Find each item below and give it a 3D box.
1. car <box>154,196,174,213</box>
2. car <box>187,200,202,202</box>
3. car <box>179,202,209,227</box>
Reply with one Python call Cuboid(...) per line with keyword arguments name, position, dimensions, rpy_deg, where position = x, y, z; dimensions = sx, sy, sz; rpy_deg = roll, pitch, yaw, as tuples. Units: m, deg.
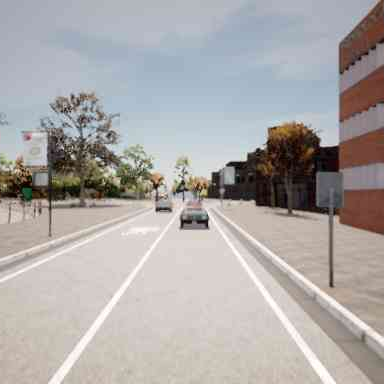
Cuboid(name="car", position=(-3.091, 1.557, 37.903), dimensions=(2.033, 1.411, 5.357), rpy_deg=(0, 0, 0))
Cuboid(name="car", position=(0.281, 1.567, 39.273), dimensions=(1.994, 1.385, 4.181), rpy_deg=(0, 0, 1))
Cuboid(name="car", position=(0.162, 1.611, 22.771), dimensions=(1.895, 1.301, 4.718), rpy_deg=(0, 0, 0))
